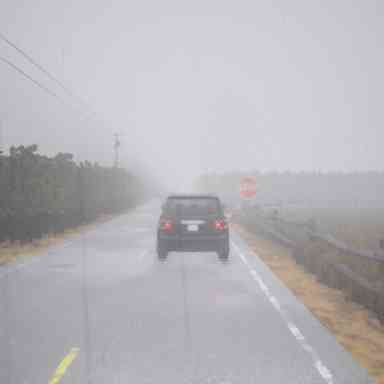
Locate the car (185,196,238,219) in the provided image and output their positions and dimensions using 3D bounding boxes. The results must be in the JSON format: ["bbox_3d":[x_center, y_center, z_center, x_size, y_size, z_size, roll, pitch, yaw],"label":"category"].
[{"bbox_3d":[1.666,1.093,25.368,2.033,1.411,5.357,0,1,28],"label":"car"}]

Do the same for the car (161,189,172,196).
[{"bbox_3d":[-5.715,0.140,74.862,1.882,1.535,5.008,0,1,0],"label":"car"}]

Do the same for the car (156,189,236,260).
[{"bbox_3d":[0.048,1.011,11.642,2.150,2.045,5.566,0,1,0],"label":"car"}]

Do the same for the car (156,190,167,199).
[{"bbox_3d":[-5.444,0.414,59.550,1.882,1.535,5.008,0,1,-3],"label":"car"}]
